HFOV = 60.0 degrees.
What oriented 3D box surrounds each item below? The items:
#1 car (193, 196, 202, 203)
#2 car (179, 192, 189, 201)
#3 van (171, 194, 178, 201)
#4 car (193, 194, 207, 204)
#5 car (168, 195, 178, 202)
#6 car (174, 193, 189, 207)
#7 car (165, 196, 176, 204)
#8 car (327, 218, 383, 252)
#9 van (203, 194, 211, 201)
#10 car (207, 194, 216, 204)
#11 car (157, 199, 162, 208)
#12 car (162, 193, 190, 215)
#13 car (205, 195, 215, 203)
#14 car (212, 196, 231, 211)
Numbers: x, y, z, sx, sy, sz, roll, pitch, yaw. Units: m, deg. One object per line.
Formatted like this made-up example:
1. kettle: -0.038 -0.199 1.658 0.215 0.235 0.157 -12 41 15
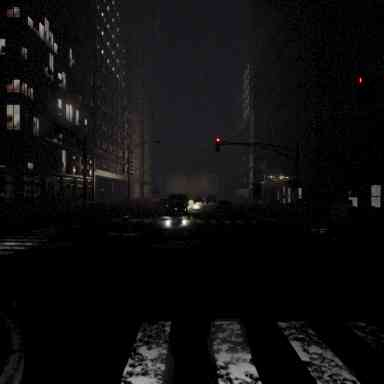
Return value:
1. car: 1.145 1.528 73.303 2.033 1.411 5.357 0 0 0
2. car: -1.587 0.964 67.569 2.097 1.767 4.553 0 0 0
3. van: -4.215 1.321 80.429 1.690 1.788 3.998 0 0 0
4. car: 1.271 1.524 62.996 1.812 1.442 4.674 0 0 0
5. car: -4.188 1.426 74.902 1.967 1.590 4.097 0 0 0
6. car: -1.606 1.229 51.958 2.150 2.045 5.566 0 0 0
7. car: -4.135 1.564 63.846 1.947 1.339 4.313 0 0 0
8. car: 8.274 1.776 13.826 4.718 1.301 1.895 1 0 14
9. van: 3.665 1.321 80.467 1.690 1.788 3.998 0 0 0
10. car: 3.746 1.313 63.884 2.192 1.841 5.009 0 0 0
11. car: -4.055 1.592 47.264 1.802 1.307 4.206 0 0 0
12. car: -1.527 1.238 33.950 2.150 2.045 5.566 0 0 0
13. car: 3.719 1.432 69.412 1.967 1.590 4.097 0 0 0
14. car: 3.902 1.579 41.776 1.947 1.339 4.313 0 0 0
